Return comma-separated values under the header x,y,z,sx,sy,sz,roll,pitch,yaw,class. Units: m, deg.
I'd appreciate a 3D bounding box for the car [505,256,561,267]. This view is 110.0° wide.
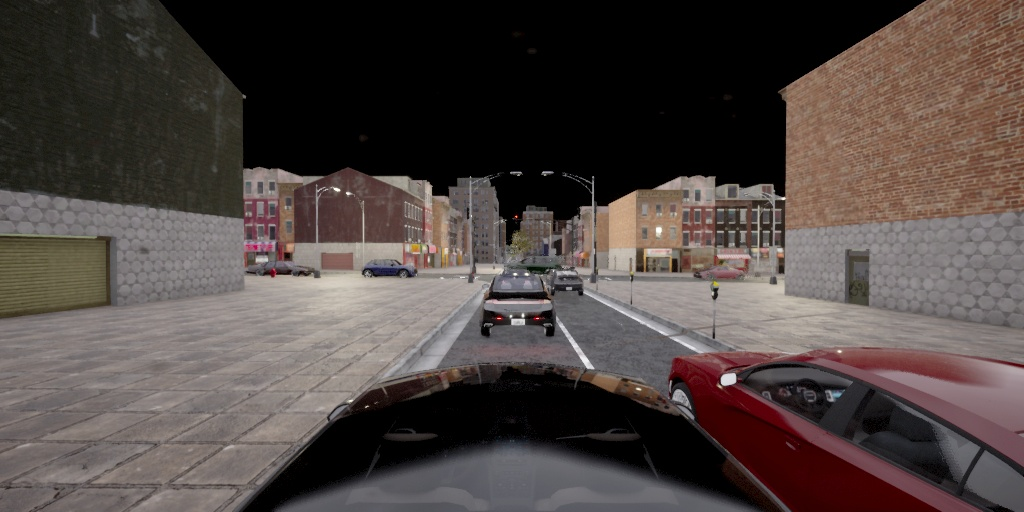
x,y,z,sx,sy,sz,roll,pitch,yaw,class
1.961,1.043,34.220,5.566,2.045,2.150,1,1,1,car

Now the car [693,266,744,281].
x,y,z,sx,sy,sz,roll,pitch,yaw,class
19.628,1.615,34.091,4.181,1.385,1.994,1,1,0,car

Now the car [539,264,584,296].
x,y,z,sx,sy,sz,roll,pitch,yaw,class
2.734,1.318,19.239,2.007,1.370,4.403,0,0,0,car

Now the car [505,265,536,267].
x,y,z,sx,sy,sz,roll,pitch,yaw,class
0.230,1.371,20.374,1.895,1.301,4.718,0,0,1,car

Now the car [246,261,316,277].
x,y,z,sx,sy,sz,roll,pitch,yaw,class
-20.145,1.109,31.429,5.357,1.411,2.033,1,1,0,car

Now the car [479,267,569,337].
x,y,z,sx,sy,sz,roll,pitch,yaw,class
0.147,1.244,10.331,2.128,1.511,4.902,0,0,0,car

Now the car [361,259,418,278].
x,y,z,sx,sy,sz,roll,pitch,yaw,class
-10.593,1.042,31.366,4.553,1.767,2.097,1,1,0,car

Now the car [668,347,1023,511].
x,y,z,sx,sy,sz,roll,pitch,yaw,class
2.637,1.295,2.364,1.888,1.381,4.507,0,0,0,car
